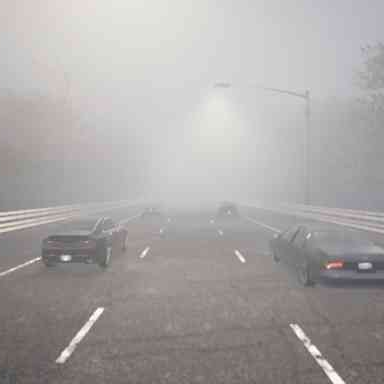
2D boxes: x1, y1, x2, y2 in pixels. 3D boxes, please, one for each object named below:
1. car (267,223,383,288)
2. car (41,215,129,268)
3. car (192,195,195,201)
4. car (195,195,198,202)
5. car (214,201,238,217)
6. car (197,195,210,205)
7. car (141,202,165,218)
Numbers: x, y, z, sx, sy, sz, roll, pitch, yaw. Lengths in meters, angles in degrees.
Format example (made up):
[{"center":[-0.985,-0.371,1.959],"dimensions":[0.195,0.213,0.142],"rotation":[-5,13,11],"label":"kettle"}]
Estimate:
[{"center":[3.568,1.585,9.385],"dimensions":[2.033,1.411,5.357],"rotation":[0,0,0],"label":"car"},{"center":[-3.445,1.552,11.470],"dimensions":[1.837,1.490,4.892],"rotation":[0,0,0],"label":"car"},{"center":[1.900,1.808,88.021],"dimensions":[2.163,1.488,4.792],"rotation":[0,0,-2],"label":"car"},{"center":[2.265,1.872,76.989],"dimensions":[1.895,1.301,4.718],"rotation":[0,0,-2],"label":"car"},{"center":[3.350,1.630,32.551],"dimensions":[1.837,1.490,4.892],"rotation":[0,0,-1],"label":"car"},{"center":[2.584,1.764,65.926],"dimensions":[1.812,1.442,4.674],"rotation":[0,0,-2],"label":"car"},{"center":[-3.634,1.669,31.596],"dimensions":[2.033,1.411,5.357],"rotation":[0,0,-1],"label":"car"}]
